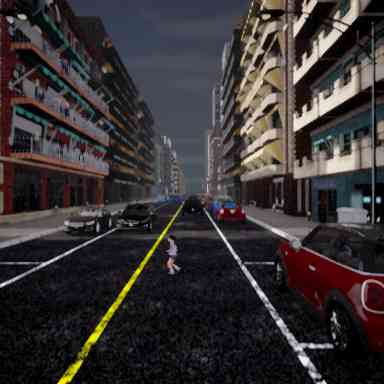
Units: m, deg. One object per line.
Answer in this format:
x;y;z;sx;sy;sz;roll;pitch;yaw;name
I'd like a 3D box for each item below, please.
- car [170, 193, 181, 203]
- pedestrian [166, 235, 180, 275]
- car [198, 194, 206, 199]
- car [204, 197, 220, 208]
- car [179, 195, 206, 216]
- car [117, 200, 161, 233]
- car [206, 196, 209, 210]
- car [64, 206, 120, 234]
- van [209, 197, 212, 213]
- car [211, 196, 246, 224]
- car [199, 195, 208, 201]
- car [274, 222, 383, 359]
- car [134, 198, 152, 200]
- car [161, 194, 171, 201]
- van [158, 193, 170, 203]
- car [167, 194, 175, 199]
-2.986;1.269;64.973;1.882;1.535;5.008;0;0;0;car
-0.471;1.641;8.912;0.500;1.100;0.500;1;0;0;pedestrian
2.718;1.250;90.350;1.887;1.381;4.507;0;0;0;car
2.708;1.406;46.163;1.947;1.339;4.313;0;0;0;car
0.087;1.367;31.214;1.882;1.535;5.008;0;0;0;car
-3.096;1.435;19.358;1.837;1.490;4.892;0;0;0;car
2.706;1.421;35.115;1.887;1.381;4.507;0;0;0;car
-5.679;1.484;18.560;2.008;1.369;4.403;1;0;0;car
2.707;1.236;29.591;1.690;1.788;3.998;1;0;0;van
2.705;1.354;24.068;1.967;1.590;4.097;1;0;0;car
2.715;1.319;79.303;1.802;1.307;4.206;0;0;0;car
3.001;1.329;6.098;2.097;1.767;4.553;0;0;0;car
-5.675;1.427;35.131;2.008;1.369;4.403;1;0;0;car
-5.666;1.280;73.624;1.752;1.417;4.829;0;0;0;car
-5.667;1.129;62.746;1.690;1.788;3.998;1;0;0;van
-5.663;1.271;90.364;1.947;1.339;4.313;0;0;0;car
